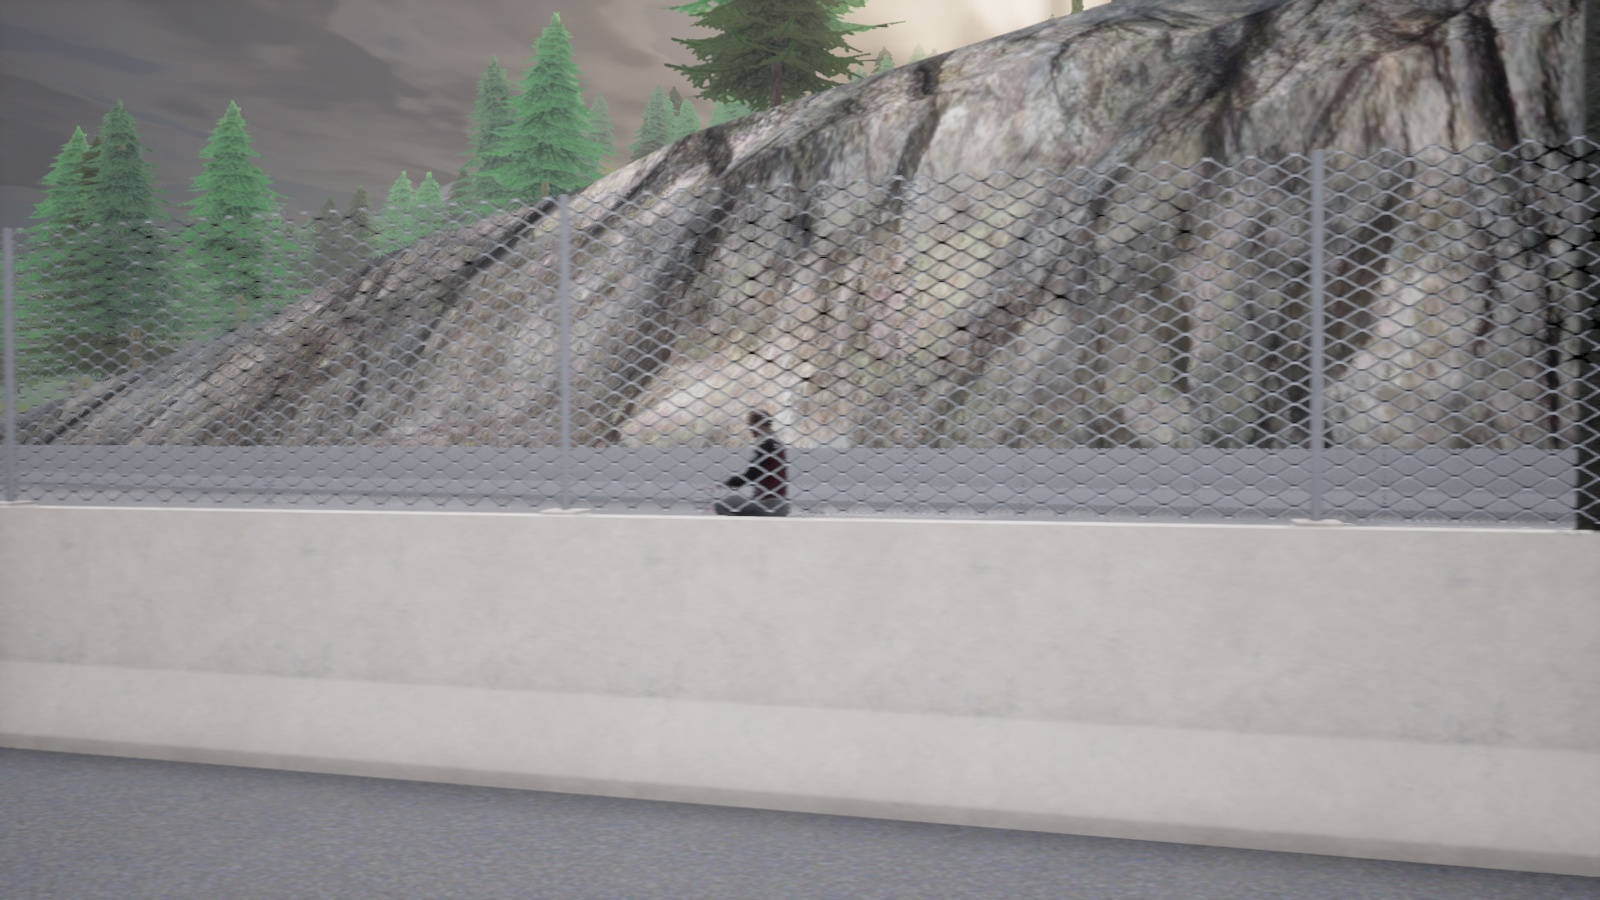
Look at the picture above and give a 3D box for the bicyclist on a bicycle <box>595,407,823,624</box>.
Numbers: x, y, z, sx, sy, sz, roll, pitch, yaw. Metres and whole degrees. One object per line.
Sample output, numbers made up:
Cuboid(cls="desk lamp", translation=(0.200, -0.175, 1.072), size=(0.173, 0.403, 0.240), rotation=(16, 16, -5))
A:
Cuboid(cls="bicyclist on a bicycle", translation=(-0.787, 0.522, 10.865), size=(1.843, 1.776, 0.659), rotation=(1, 1, 19))
